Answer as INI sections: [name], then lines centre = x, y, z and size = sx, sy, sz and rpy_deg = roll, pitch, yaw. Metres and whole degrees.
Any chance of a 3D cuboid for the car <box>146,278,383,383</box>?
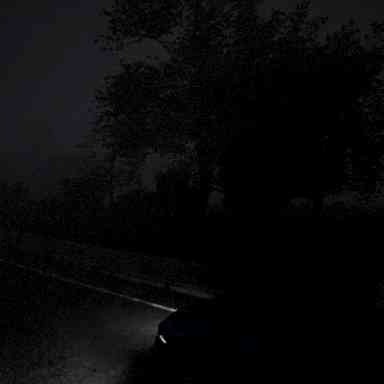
[car]
centre = 1.708, 1.530, 2.849
size = 4.674, 1.442, 1.812
rpy_deg = 0, 0, 36
